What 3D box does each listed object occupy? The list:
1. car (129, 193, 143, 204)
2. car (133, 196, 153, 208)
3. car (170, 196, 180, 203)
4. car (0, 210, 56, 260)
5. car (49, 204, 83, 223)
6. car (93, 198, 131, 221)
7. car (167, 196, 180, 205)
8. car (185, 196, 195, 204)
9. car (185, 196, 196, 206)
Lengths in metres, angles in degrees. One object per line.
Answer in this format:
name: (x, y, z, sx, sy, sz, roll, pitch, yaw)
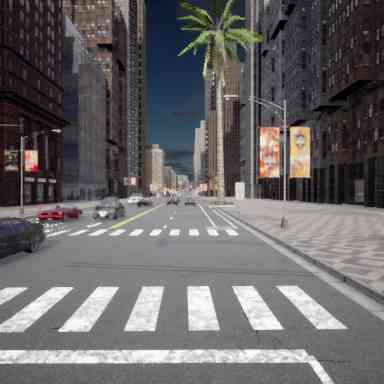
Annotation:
car: (-10.099, 1.248, 60.476, 2.150, 2.045, 5.566, 0, 0, 0)
car: (-6.866, 1.622, 48.522, 1.895, 1.301, 4.718, 0, 0, 0)
car: (-3.550, 1.588, 69.842, 1.812, 1.442, 4.674, 0, 0, 0)
car: (-6.662, 1.547, 10.885, 2.033, 1.411, 5.357, 0, 0, 0)
car: (-9.996, 1.604, 25.553, 1.895, 1.301, 4.718, 0, 0, 0)
car: (-6.755, 1.495, 27.564, 2.128, 1.511, 4.902, 0, 0, 0)
car: (-3.497, 1.641, 59.733, 1.895, 1.301, 4.718, 0, 0, -1)
car: (-0.382, 1.533, 66.525, 1.882, 1.535, 5.008, 0, 0, 0)
car: (-0.322, 1.581, 56.102, 2.033, 1.411, 5.357, 0, 0, 0)
